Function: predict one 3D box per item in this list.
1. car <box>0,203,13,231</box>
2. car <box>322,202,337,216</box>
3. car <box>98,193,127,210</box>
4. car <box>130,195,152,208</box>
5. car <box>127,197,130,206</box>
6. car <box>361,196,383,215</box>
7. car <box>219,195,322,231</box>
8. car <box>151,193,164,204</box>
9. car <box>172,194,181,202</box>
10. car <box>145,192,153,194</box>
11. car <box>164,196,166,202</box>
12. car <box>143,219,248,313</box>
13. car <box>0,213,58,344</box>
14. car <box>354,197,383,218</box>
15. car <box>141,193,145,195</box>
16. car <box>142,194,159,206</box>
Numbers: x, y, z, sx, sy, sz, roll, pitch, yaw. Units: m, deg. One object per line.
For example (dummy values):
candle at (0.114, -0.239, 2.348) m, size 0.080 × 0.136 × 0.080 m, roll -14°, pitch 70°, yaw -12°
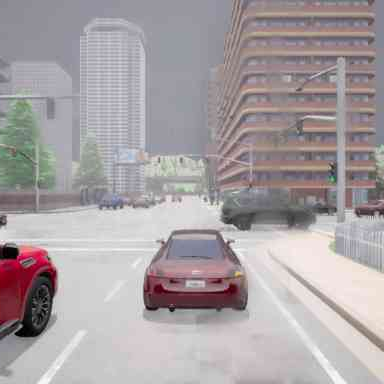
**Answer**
car at (-13.536, 1.444, 19.587) m, size 5.008 × 1.535 × 1.882 m, roll 0°, pitch 0°, yaw 0°
car at (11.395, 1.545, 31.343) m, size 4.718 × 1.301 × 1.895 m, roll 0°, pitch 0°, yaw -12°
car at (-10.615, 1.221, 44.048) m, size 2.150 × 2.045 × 5.566 m, roll 0°, pitch 0°, yaw 2°
car at (-7.124, 1.526, 46.905) m, size 1.812 × 1.442 × 4.674 m, roll 0°, pitch 0°, yaw -2°
car at (-10.638, 1.526, 53.803) m, size 1.812 × 1.442 × 4.674 m, roll 0°, pitch 0°, yaw 0°
car at (19.834, 1.297, 34.194) m, size 4.553 × 1.767 × 2.097 m, roll 0°, pitch 0°, yaw -27°
car at (4.399, 1.185, 19.808) m, size 5.566 × 2.045 × 2.150 m, roll -1°, pitch 0°, yaw -1°
car at (-7.093, 1.526, 66.025) m, size 1.812 × 1.442 × 4.674 m, roll 0°, pitch 0°, yaw 0°
car at (-3.570, 1.355, 77.687) m, size 2.097 × 1.767 × 4.553 m, roll 0°, pitch 0°, yaw 0°
car at (-10.567, 1.225, 74.763) m, size 2.150 × 2.045 × 5.566 m, roll 0°, pitch 0°, yaw 0°
car at (-7.069, 1.499, 76.463) m, size 1.837 × 1.490 × 4.892 m, roll 0°, pitch 0°, yaw 0°
car at (0.086, 1.564, 7.775) m, size 1.994 × 1.385 × 4.181 m, roll 0°, pitch 0°, yaw 1°
car at (-3.434, 1.221, 3.496) m, size 2.150 × 2.045 × 5.566 m, roll 0°, pitch 0°, yaw 0°
car at (16.552, 1.422, 29.075) m, size 5.008 × 1.535 × 1.882 m, roll 0°, pitch 0°, yaw -20°
car at (-10.602, 1.505, 64.235) m, size 1.837 × 1.490 × 4.892 m, roll 0°, pitch 0°, yaw 0°
car at (-7.138, 1.526, 55.762) m, size 1.812 × 1.442 × 4.674 m, roll 0°, pitch 0°, yaw 0°
